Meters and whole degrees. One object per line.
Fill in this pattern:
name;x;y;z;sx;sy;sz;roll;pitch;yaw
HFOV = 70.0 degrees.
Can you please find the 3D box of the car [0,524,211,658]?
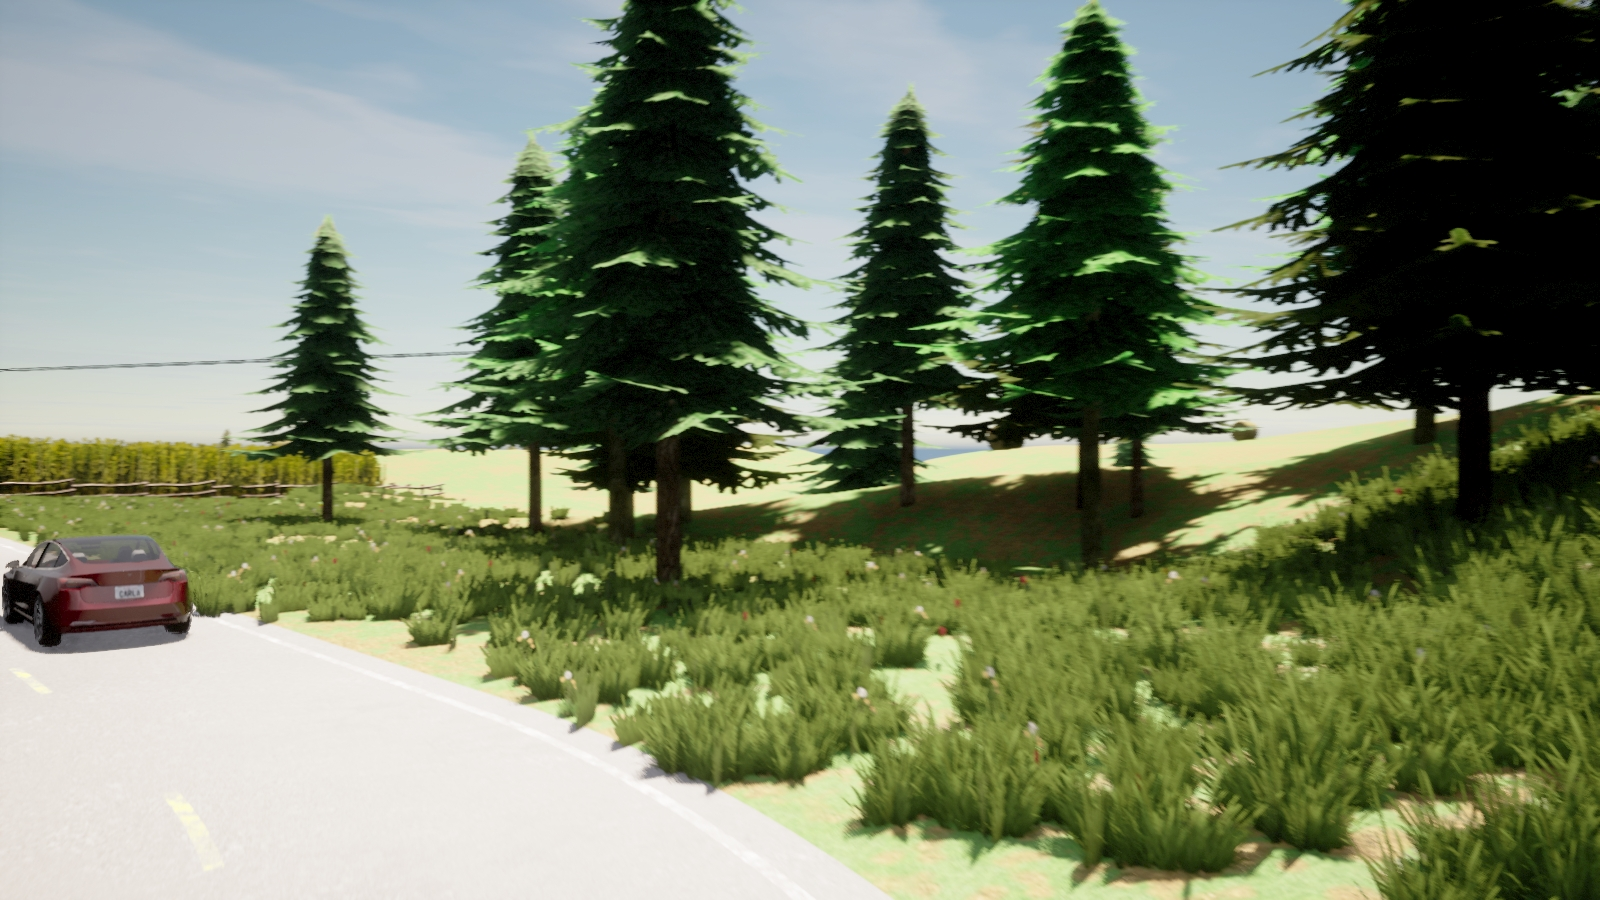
car;-11.147;2.075;18.017;2.163;1.488;4.792;0;0;-42
